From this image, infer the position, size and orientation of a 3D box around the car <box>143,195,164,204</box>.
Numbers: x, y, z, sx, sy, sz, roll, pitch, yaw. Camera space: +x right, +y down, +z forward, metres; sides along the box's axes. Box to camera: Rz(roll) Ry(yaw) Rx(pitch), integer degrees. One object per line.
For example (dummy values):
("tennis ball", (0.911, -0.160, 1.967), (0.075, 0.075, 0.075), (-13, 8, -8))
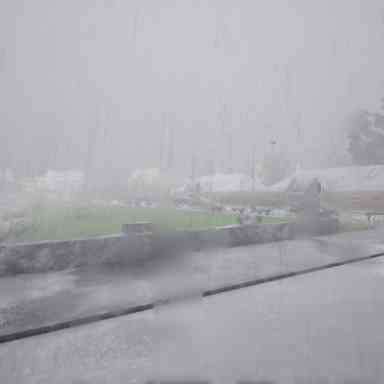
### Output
("car", (-7.606, 1.478, 65.827), (1.882, 1.535, 5.008), (0, 0, -35))

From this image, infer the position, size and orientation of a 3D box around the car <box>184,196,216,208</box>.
("car", (1.429, 1.507, 46.083), (1.837, 1.490, 4.892), (0, -1, -35))

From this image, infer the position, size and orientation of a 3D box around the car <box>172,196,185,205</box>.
("car", (-1.684, 1.478, 57.590), (1.882, 1.535, 5.008), (0, 0, -35))

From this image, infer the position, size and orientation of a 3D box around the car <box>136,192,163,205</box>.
("car", (-7.942, 1.031, 59.403), (2.150, 2.045, 5.566), (0, 0, -35))

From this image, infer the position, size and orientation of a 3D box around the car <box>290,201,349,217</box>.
("car", (11.837, 1.547, 31.452), (2.033, 1.411, 5.357), (0, 0, -35))
